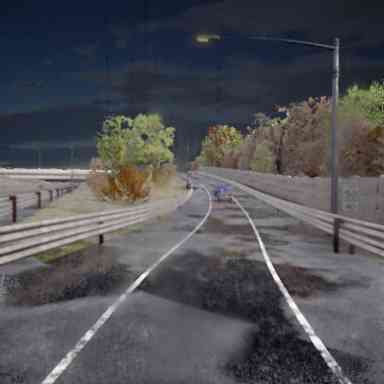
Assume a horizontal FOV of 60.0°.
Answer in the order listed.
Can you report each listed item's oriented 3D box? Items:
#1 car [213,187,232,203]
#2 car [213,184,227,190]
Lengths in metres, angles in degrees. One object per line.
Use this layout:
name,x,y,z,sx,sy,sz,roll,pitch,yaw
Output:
car,4.325,0.621,44.913,2.128,1.511,4.902,1,3,2
car,4.709,-0.337,54.974,2.150,2.045,5.566,1,5,1
